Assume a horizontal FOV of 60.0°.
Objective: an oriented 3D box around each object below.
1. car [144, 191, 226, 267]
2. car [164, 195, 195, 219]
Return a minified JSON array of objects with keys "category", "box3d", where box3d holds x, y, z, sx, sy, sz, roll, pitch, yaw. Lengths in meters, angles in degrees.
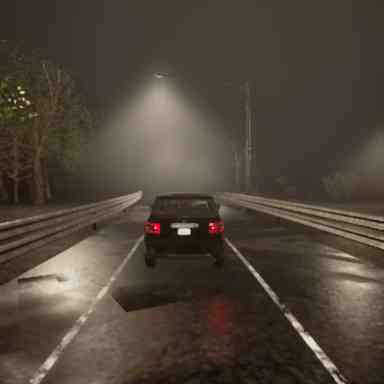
[{"category":"car","box3d":[-0.216,0.983,10.681,2.150,2.045,5.566,0,1,-1]},{"category":"car","box3d":[-1.012,0.992,24.830,2.033,1.411,5.357,0,1,-4]}]
